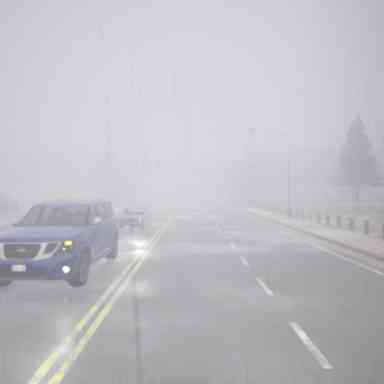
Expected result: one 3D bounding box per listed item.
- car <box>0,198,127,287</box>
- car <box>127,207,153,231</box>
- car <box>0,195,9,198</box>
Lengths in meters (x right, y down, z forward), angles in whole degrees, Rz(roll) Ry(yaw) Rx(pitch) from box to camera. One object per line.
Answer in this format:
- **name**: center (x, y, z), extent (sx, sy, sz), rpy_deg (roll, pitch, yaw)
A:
- **car**: center (-3.630, 1.247, 9.733), extent (2.150, 2.045, 5.566), rpy_deg (0, 0, 0)
- **car**: center (-3.653, 1.645, 20.958), extent (1.895, 1.301, 4.718), rpy_deg (0, 0, 0)
- **car**: center (-21.187, 1.264, 36.987), extent (1.932, 1.855, 4.605), rpy_deg (0, 0, 0)
